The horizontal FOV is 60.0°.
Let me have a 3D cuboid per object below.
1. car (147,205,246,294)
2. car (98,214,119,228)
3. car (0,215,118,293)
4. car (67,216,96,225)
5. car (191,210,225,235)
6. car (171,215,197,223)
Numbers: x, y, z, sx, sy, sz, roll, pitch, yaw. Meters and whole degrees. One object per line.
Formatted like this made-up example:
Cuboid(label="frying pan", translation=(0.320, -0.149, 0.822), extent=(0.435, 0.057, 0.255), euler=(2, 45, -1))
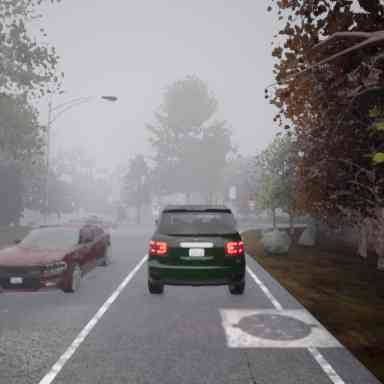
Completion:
Cuboid(label="car", translation=(0.114, 1.357, 9.233), extent=(2.150, 2.045, 5.566), euler=(0, -2, 0))
Cuboid(label="car", translation=(-9.127, 3.041, 33.506), extent=(1.837, 1.490, 4.892), euler=(5, -6, -40))
Cuboid(label="car", translation=(-3.638, 1.613, 9.358), extent=(1.882, 1.535, 5.008), euler=(0, -2, 0))
Cuboid(label="car", translation=(-18.604, 4.765, 56.321), extent=(1.837, 1.490, 4.892), euler=(-3, -5, 23))
Cuboid(label="car", translation=(1.380, 2.344, 26.278), extent=(2.097, 1.767, 4.553), euler=(-1, -4, 10))
Cuboid(label="car", translation=(-1.599, 5.457, 66.979), extent=(5.008, 1.535, 1.882), euler=(0, -5, 8))
